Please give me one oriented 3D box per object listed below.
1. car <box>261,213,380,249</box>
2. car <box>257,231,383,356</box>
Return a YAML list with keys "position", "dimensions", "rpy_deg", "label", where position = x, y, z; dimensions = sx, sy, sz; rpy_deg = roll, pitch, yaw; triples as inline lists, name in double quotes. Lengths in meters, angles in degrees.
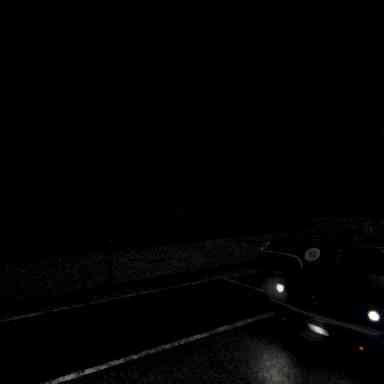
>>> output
- position: [3.693, 1.439, 9.158]
  dimensions: [4.097, 1.590, 1.967]
  rpy_deg: [0, 0, -35]
  label: "car"
- position: [3.550, 1.600, 5.902]
  dimensions: [4.718, 1.301, 1.895]
  rpy_deg: [0, 0, -35]
  label: "car"
